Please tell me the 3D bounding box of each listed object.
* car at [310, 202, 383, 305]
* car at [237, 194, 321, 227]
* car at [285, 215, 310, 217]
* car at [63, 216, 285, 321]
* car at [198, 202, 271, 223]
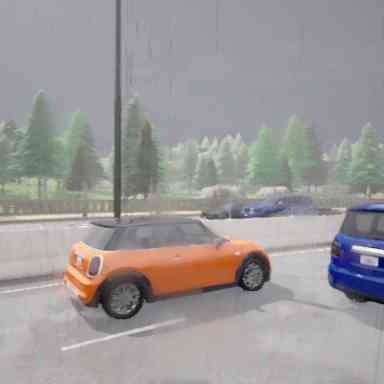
[{"bbox_3d":[5.254,1.233,6.839,5.566,2.045,2.150,0,0,-30],"label":"car"},{"bbox_3d":[6.087,1.211,23.210,5.566,2.045,2.150,0,0,-25],"label":"car"},{"bbox_3d":[6.565,1.490,19.540,4.902,1.511,2.128,0,0,-25],"label":"car"},{"bbox_3d":[-0.357,1.338,7.466,4.553,1.767,2.097,0,0,-33],"label":"car"},{"bbox_3d":[3.333,1.522,25.798,5.357,1.411,2.033,0,0,-25],"label":"car"}]
